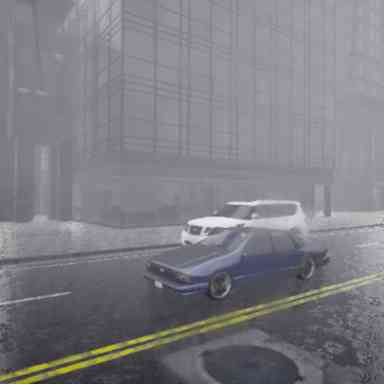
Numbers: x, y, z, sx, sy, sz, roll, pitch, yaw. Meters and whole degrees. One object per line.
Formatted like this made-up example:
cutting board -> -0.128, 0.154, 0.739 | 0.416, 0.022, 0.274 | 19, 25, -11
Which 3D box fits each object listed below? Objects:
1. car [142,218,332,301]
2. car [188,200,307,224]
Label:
car -> 1.457, 1.632, 8.717 | 5.357, 1.411, 2.033 | 1, -1, -35
car -> 2.293, 1.351, 13.306 | 5.566, 2.045, 2.150 | 1, 0, -35
